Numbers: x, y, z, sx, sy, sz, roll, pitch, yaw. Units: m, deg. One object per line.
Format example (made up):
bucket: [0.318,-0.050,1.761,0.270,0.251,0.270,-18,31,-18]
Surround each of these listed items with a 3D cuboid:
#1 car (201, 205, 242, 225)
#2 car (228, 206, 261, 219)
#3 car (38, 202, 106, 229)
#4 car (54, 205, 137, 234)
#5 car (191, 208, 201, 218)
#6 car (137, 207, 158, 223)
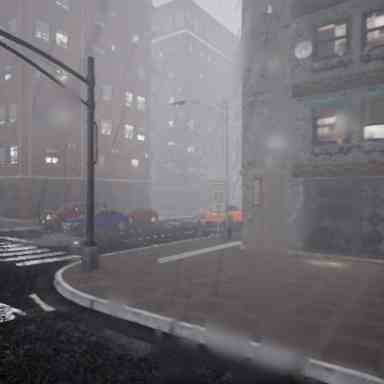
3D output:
car: [3.152,1.870,28.980,2.097,1.767,4.553,0,-1,35]
car: [6.223,2.288,38.835,1.895,1.301,4.718,0,-1,35]
car: [-8.027,1.615,23.245,2.192,1.841,5.009,-1,-2,35]
car: [-6.091,1.828,21.499,1.812,1.442,4.674,0,0,37]
car: [1.753,2.132,37.043,1.752,1.417,4.829,-1,-2,35]
car: [-4.735,1.948,27.887,1.887,1.381,4.507,-1,-2,35]
